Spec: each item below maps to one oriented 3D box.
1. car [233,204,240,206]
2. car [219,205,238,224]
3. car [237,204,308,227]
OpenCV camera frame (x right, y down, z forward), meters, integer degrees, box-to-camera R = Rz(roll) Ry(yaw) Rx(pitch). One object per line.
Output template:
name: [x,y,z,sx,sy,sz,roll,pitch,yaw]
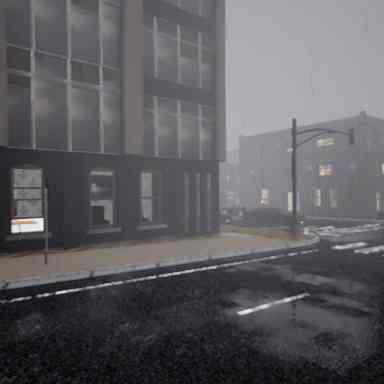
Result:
car: [5.203,2.012,38.030,2.008,1.369,4.403,-2,0,-37]
car: [1.564,1.997,28.442,1.947,1.339,4.313,-2,0,-37]
car: [6.444,1.890,26.448,2.033,1.411,5.357,0,-1,-36]
